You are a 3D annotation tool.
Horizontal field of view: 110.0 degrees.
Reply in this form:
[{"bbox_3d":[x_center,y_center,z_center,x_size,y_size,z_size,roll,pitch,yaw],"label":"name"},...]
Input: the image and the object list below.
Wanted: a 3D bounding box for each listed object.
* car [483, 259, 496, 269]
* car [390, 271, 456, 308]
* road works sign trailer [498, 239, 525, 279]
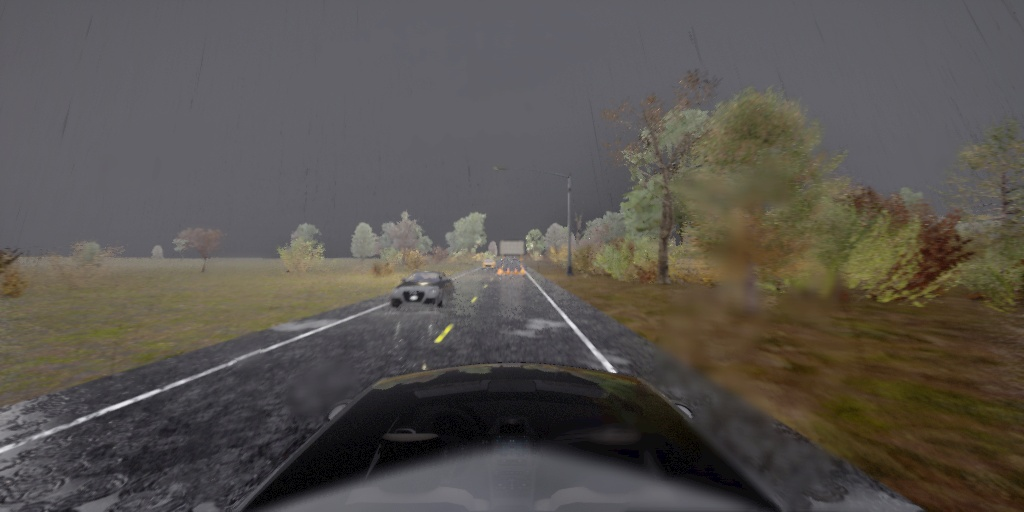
[{"bbox_3d":[-3.539,1.264,56.406,1.882,1.535,5.008,0,0,1],"label":"car"},{"bbox_3d":[-3.594,1.331,15.099,1.994,1.385,4.181,0,0,0],"label":"car"},{"bbox_3d":[0.002,0.248,33.370,2.380,3.560,2.880,0,0,0],"label":"road works sign trailer"}]
